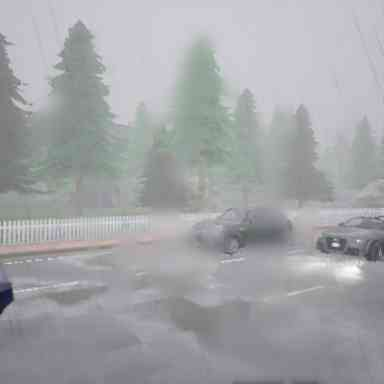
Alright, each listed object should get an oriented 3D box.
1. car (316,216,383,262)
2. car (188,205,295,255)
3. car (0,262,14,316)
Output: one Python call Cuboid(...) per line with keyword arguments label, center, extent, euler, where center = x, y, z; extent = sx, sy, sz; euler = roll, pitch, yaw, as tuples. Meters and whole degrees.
Cuboid(label="car", center=(6.589, 1.632, 12.400), extent=(4.181, 1.385, 1.994), euler=(0, 0, -32))
Cuboid(label="car", center=(2.083, 1.400, 13.659), extent=(4.553, 1.767, 2.097), euler=(0, 0, -33))
Cuboid(label="car", center=(-5.240, 1.588, 4.666), extent=(4.718, 1.301, 1.895), euler=(0, 0, -34))
